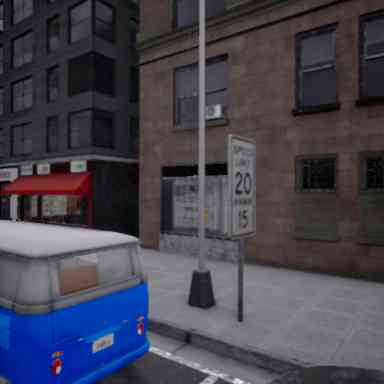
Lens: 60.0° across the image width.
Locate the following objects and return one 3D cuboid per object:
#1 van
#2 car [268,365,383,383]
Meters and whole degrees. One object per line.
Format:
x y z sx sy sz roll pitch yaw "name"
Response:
-2.425 1.343 4.584 3.998 1.788 1.690 0 0 36 "van"
2.164 1.559 1.233 4.403 1.369 2.008 0 0 36 "car"
